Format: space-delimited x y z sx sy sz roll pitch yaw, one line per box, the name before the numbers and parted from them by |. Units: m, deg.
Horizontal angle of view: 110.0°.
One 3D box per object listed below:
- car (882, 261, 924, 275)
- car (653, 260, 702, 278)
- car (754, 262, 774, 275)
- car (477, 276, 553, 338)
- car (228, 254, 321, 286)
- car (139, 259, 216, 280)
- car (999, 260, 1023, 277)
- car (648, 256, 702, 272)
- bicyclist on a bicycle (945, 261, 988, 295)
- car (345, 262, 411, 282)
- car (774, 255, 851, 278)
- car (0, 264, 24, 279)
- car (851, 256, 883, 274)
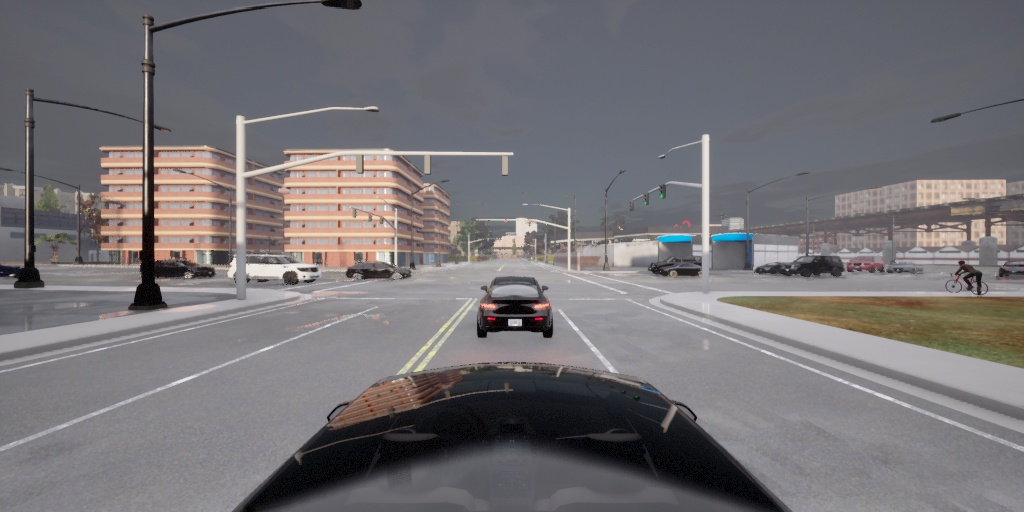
car | 42.965 1.314 39.185 4.181 1.385 1.994 0 0 -28
car | 16.105 1.314 33.965 4.181 1.385 1.994 0 0 0
car | 28.022 1.314 37.926 4.181 1.385 1.994 0 0 -10
car | 0.075 1.276 10.079 1.812 1.442 4.674 0 0 0
car | -16.150 0.896 24.465 5.566 2.045 2.150 0 0 1
car | -26.162 1.025 28.155 5.008 1.535 1.882 1 0 1
car | 47.797 1.241 33.834 4.902 1.511 2.128 0 0 -30
car | 17.194 0.971 37.399 5.566 2.045 2.150 0 0 1
bicyclist on a bicycle | 21.913 1.050 17.313 0.582 1.620 1.656 0 0 0
car | -10.516 1.205 28.369 4.892 1.490 1.837 0 0 -8
car | 28.822 0.969 34.415 5.566 2.045 2.150 0 0 -9
car | -36.754 0.971 24.854 4.718 1.301 1.895 1 0 1
car | 42.131 0.974 42.652 5.566 2.045 2.150 0 0 -30
